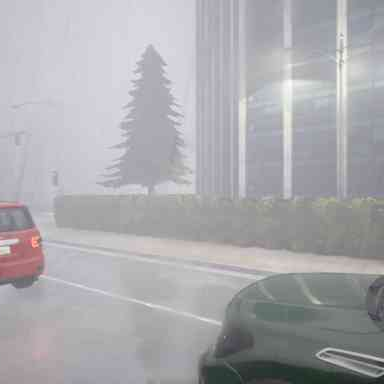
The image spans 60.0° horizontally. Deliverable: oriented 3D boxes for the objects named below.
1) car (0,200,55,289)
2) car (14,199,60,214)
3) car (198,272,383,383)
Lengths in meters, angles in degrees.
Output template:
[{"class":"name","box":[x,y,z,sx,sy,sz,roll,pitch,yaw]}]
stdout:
[{"class":"car","box":[-5.762,1.221,8.033,5.566,2.045,2.150,0,0,38]},{"class":"car","box":[-17.214,1.563,37.021,1.994,1.385,4.181,0,0,36]},{"class":"car","box":[2.711,1.222,2.057,5.566,2.045,2.150,0,0,36]}]
